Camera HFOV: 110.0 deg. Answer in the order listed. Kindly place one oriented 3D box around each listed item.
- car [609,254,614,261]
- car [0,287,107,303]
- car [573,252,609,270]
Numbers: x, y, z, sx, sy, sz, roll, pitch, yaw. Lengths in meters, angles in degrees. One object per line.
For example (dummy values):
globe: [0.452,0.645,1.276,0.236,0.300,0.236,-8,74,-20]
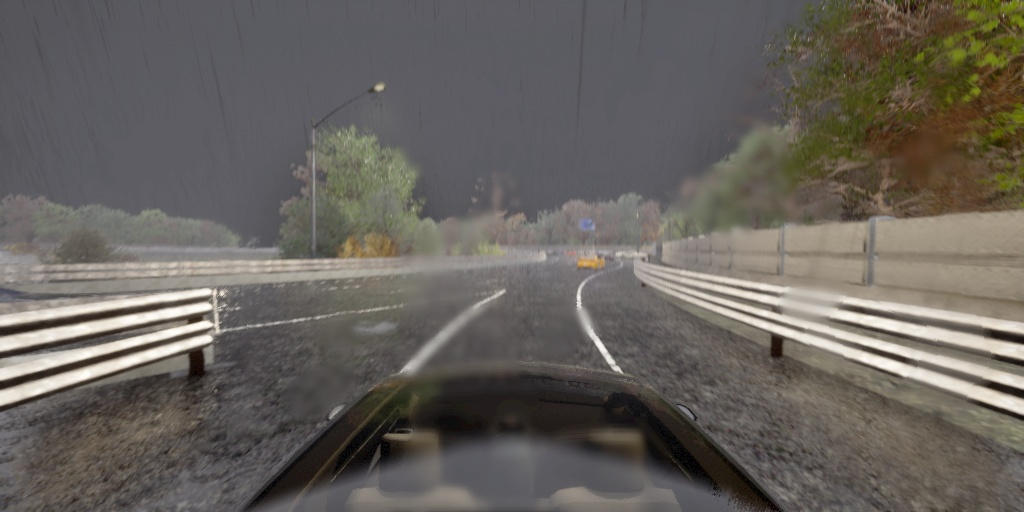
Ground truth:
car: [16.402,0.212,61.753,1.895,1.301,4.718,1,1,12]
car: [-11.280,1.131,6.759,2.033,1.411,5.357,1,2,42]
car: [8.003,0.575,35.944,1.882,1.535,5.008,1,1,25]
